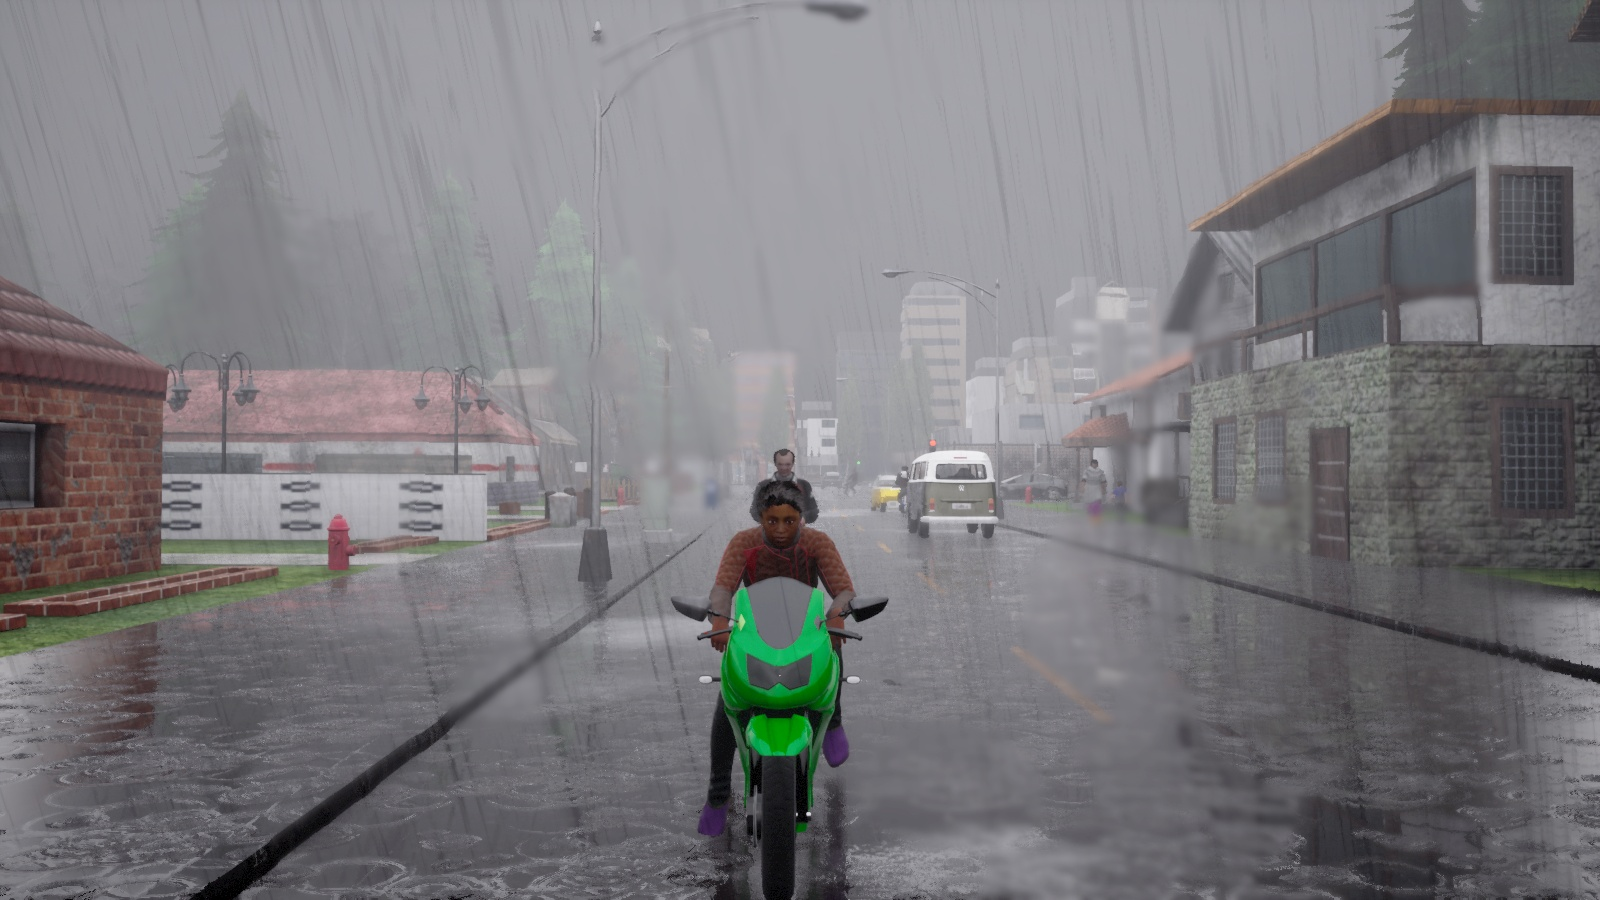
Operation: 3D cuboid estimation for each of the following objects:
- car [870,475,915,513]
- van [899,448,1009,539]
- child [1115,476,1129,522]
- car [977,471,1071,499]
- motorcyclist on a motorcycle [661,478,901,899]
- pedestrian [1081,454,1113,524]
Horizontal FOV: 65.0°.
[{"bbox_3d":[3.493,1.654,47.662,1.481,1.376,2.207,0,-1,-1],"label":"car"},{"bbox_3d":[3.661,1.035,30.705,2.069,2.038,4.480,0,-1,-1],"label":"van"},{"bbox_3d":[8.950,1.353,34.899,0.270,1.263,0.437,0,-1,2],"label":"child"},{"bbox_3d":[12.268,1.921,68.975,4.792,1.488,2.163,0,-1,-1],"label":"car"},{"bbox_3d":[-0.075,0.884,5.210,0.797,1.523,2.044,0,-1,-1],"label":"motorcyclist on a motorcycle"},{"bbox_3d":[8.334,1.082,35.315,0.659,1.952,0.873,0,-1,-1],"label":"pedestrian"}]
